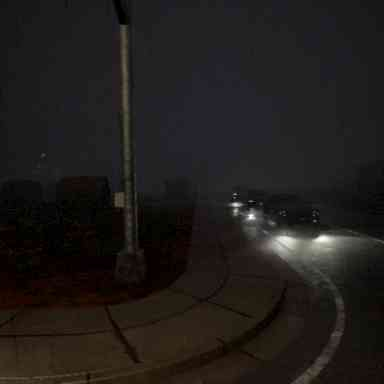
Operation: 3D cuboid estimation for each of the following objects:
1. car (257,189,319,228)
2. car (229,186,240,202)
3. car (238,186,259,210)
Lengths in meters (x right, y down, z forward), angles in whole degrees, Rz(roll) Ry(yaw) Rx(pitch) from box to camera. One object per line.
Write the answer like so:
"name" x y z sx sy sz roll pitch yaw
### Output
"car" 4.819 0.818 16.854 1.882 1.535 5.008 -1 2 1
"car" 5.248 0.094 36.117 2.097 1.767 4.553 -1 2 1
"car" 5.030 0.550 26.341 1.837 1.490 4.892 -1 2 2
